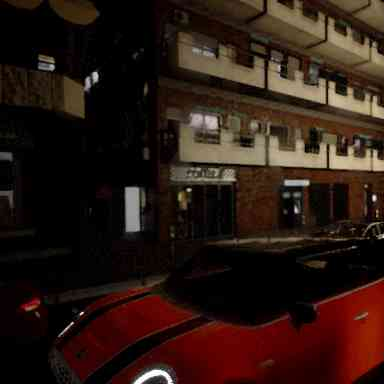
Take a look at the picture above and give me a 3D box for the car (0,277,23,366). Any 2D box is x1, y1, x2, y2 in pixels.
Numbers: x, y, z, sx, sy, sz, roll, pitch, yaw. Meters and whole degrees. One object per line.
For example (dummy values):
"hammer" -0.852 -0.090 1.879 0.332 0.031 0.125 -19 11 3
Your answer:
"car" -3.898 1.611 3.738 4.206 1.307 1.802 0 -1 -37

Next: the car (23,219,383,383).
"car" 0.737 1.362 3.946 4.553 1.767 2.097 0 0 -37
